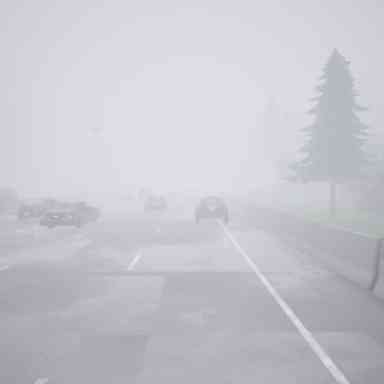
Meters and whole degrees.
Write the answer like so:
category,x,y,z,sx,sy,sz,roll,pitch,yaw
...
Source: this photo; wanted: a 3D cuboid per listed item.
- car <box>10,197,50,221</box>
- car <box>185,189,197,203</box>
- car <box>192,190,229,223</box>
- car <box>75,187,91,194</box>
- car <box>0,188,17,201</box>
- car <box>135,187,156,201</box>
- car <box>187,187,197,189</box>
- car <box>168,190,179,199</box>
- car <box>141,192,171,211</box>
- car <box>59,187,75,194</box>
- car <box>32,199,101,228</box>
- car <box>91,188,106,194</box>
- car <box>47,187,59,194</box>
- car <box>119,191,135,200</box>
category,x,y,z,sx,sy,sz,roll,pitch,yaw
car,-10.394,1.152,23.274,1.812,1.442,4.674,0,1,0
car,0.024,0.695,46.050,1.812,1.442,4.674,0,1,0
car,1.230,0.997,22.211,2.097,1.767,4.553,0,1,0
car,-24.482,-0.357,76.409,2.097,1.767,4.553,0,1,0
car,-21.068,0.600,35.750,2.150,2.045,5.566,0,1,0
car,-6.888,0.281,51.507,2.150,2.045,5.566,0,1,0
car,0.014,0.143,58.391,2.150,2.045,5.566,0,1,0
car,-3.386,0.428,57.662,2.128,1.511,4.902,0,1,0
car,-3.392,1.012,32.112,1.994,1.385,4.181,0,1,0
car,-27.982,-0.357,76.410,2.097,1.767,4.553,0,1,0
car,-6.896,1.251,19.368,2.033,1.411,5.357,0,1,0
car,-20.982,-0.187,76.381,1.812,1.442,4.674,0,1,0
car,-31.482,-0.357,76.411,2.097,1.767,4.553,0,1,0
car,-10.387,0.579,53.750,1.994,1.385,4.181,0,1,0
